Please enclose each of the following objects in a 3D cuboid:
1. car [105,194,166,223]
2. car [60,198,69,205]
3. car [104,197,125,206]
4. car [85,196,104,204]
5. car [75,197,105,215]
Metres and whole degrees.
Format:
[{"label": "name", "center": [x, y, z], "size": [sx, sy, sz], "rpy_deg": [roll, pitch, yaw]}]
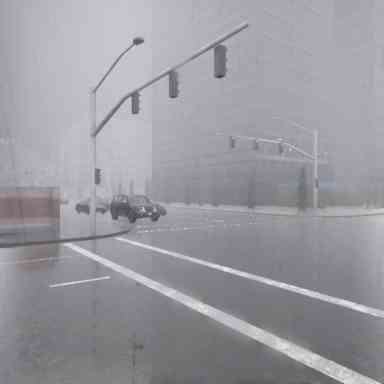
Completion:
[{"label": "car", "center": [-4.598, 1.221, 26.152], "size": [2.150, 2.045, 5.566], "rpy_deg": [0, 0, -35]}, {"label": "car", "center": [-22.923, 1.643, 57.944], "size": [1.895, 1.301, 4.718], "rpy_deg": [0, 0, -36]}, {"label": "car", "center": [-13.119, 1.526, 56.451], "size": [1.812, 1.442, 4.674], "rpy_deg": [0, 0, -36]}, {"label": "car", "center": [-19.086, 1.492, 64.785], "size": [2.128, 1.511, 4.902], "rpy_deg": [0, 0, -36]}, {"label": "car", "center": [-10.556, 1.547, 34.495], "size": [2.033, 1.411, 5.357], "rpy_deg": [0, 0, -36]}]
